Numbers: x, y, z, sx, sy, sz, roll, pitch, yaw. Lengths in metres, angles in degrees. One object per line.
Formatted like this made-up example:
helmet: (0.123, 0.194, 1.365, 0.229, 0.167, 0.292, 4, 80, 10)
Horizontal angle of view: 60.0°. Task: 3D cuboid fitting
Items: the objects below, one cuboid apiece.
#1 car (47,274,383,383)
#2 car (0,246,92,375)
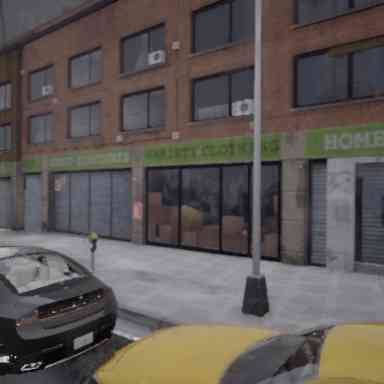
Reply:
car: (1.255, 1.526, 2.175, 4.829, 1.417, 1.752, 0, 1, 35)
car: (-3.082, 1.552, 5.266, 4.403, 1.369, 2.008, 0, 1, 35)
